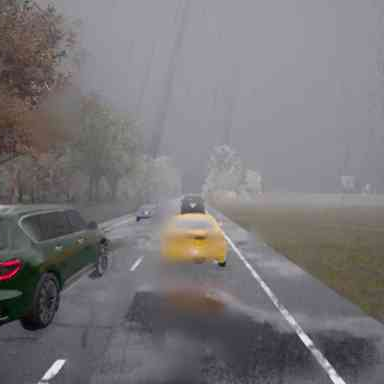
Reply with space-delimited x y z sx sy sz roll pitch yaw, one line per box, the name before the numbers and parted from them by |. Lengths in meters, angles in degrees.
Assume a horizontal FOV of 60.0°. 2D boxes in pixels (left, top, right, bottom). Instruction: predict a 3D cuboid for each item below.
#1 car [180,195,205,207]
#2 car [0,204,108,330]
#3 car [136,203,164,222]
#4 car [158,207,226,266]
car | 0.083 1.332 31.771 2.150 2.045 5.566 0 0 0
car | -3.439 1.249 7.080 2.150 2.045 5.566 0 0 0
car | -3.419 1.643 27.516 2.033 1.411 5.357 0 0 0
car | 0.083 1.518 11.679 1.882 1.535 5.008 0 0 0
